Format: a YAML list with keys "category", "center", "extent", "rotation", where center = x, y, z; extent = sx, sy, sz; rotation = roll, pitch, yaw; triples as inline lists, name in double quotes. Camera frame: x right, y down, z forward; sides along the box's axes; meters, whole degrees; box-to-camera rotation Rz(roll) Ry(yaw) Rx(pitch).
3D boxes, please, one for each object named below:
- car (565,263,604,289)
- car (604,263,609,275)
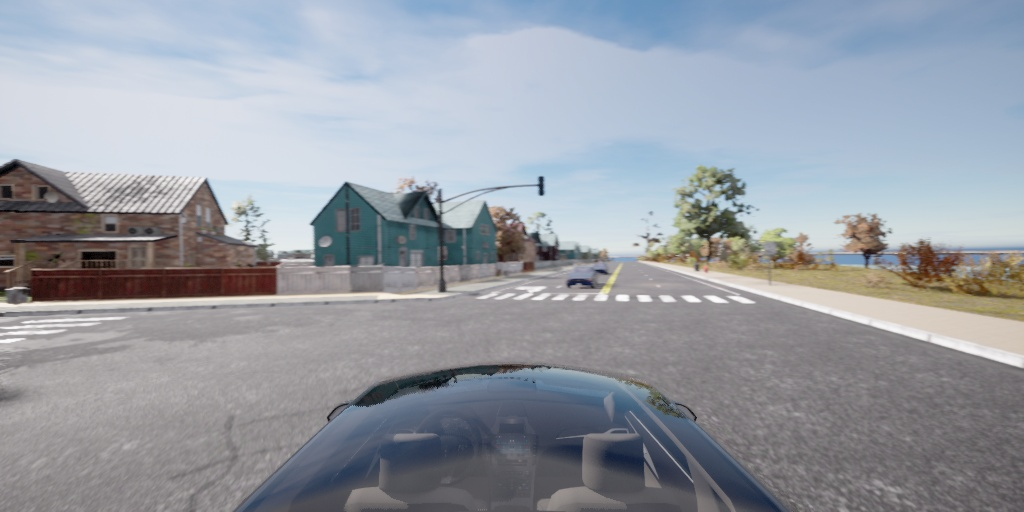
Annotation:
- category: "car"
  center: [4.949, 1.414, 24.896]
  extent: [2.033, 1.411, 5.357]
  rotation: [-1, -1, 18]
- category: "car"
  center: [10.311, 1.472, 41.893]
  extent: [2.033, 1.411, 5.357]
  rotation: [-1, -1, 18]
